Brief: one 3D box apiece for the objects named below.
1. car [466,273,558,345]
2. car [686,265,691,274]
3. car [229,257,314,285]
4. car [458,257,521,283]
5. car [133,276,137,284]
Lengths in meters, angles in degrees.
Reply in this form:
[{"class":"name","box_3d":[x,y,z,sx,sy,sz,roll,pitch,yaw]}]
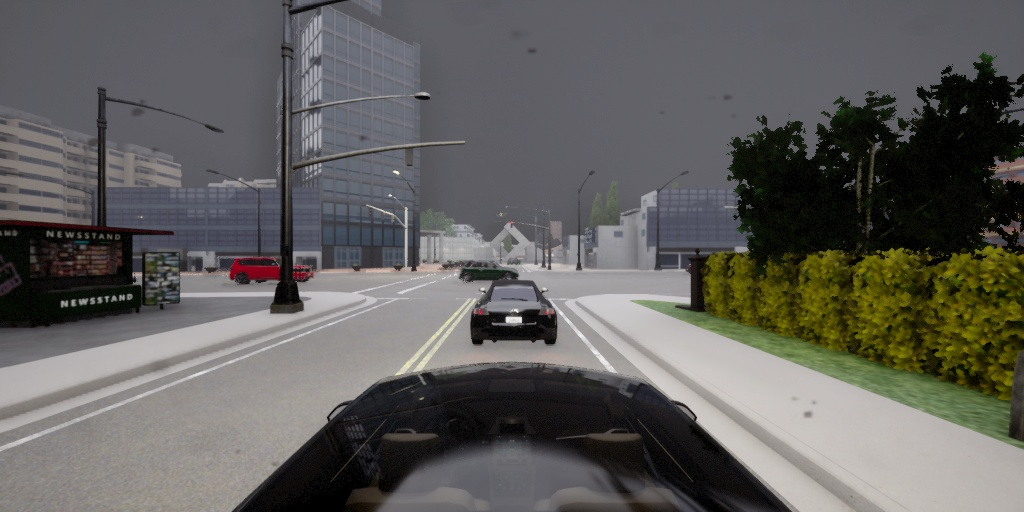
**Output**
[{"class":"car","box_3d":[0.044,1.314,9.553,1.994,1.385,4.181,0,0,0]},{"class":"car","box_3d":[21.195,1.177,38.302,5.008,1.535,1.882,0,0,-1]},{"class":"car","box_3d":[-18.118,1.096,27.115,5.566,2.045,2.150,-1,0,-1]},{"class":"car","box_3d":[-1.721,1.116,27.317,4.553,1.767,2.097,0,0,-1]},{"class":"car","box_3d":[-31.018,1.603,26.966,4.181,1.385,1.994,-1,0,0]}]
